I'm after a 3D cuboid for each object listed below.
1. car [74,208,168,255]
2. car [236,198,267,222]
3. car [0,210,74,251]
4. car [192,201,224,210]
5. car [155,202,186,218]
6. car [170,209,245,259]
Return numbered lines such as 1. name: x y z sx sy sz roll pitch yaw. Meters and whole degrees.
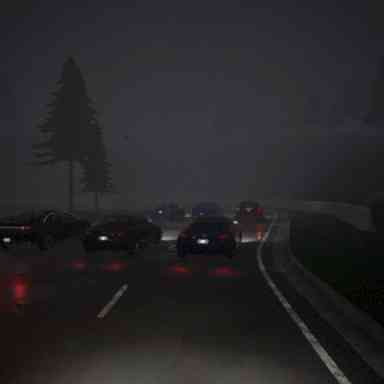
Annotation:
1. car: -2.641 1.570 13.472 1.994 1.385 4.181 0 0 12
2. car: 4.755 1.364 26.510 2.097 1.767 4.553 0 0 16
3. car: -6.061 1.493 14.217 2.128 1.511 4.902 0 0 12
4. car: 1.405 1.483 27.525 1.882 1.535 5.008 0 0 16
5. car: -1.953 1.571 28.511 1.994 1.385 4.181 0 0 16
6. car: 0.779 1.570 12.728 1.994 1.385 4.181 0 0 12
